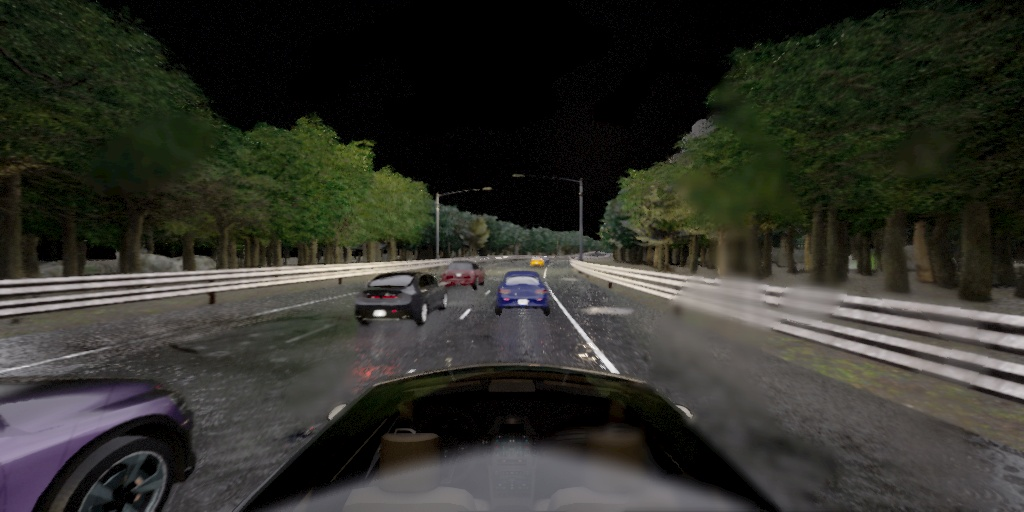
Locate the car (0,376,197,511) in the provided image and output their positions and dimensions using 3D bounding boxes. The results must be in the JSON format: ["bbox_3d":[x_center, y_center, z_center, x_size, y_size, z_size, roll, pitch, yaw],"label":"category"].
[{"bbox_3d":[-3.512,1.174,0.877,2.033,1.649,4.856,0,0,0],"label":"car"}]

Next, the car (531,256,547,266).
[{"bbox_3d":[4.111,0.919,57.429,1.882,1.535,5.008,0,1,8],"label":"car"}]

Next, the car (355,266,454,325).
[{"bbox_3d":[-3.369,1.244,11.735,1.837,1.490,4.892,0,0,2],"label":"car"}]

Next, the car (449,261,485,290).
[{"bbox_3d":[-2.935,1.090,22.555,2.097,1.767,4.553,0,0,3],"label":"car"}]

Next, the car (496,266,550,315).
[{"bbox_3d":[0.390,1.273,13.577,1.812,1.442,4.674,0,0,1],"label":"car"}]
